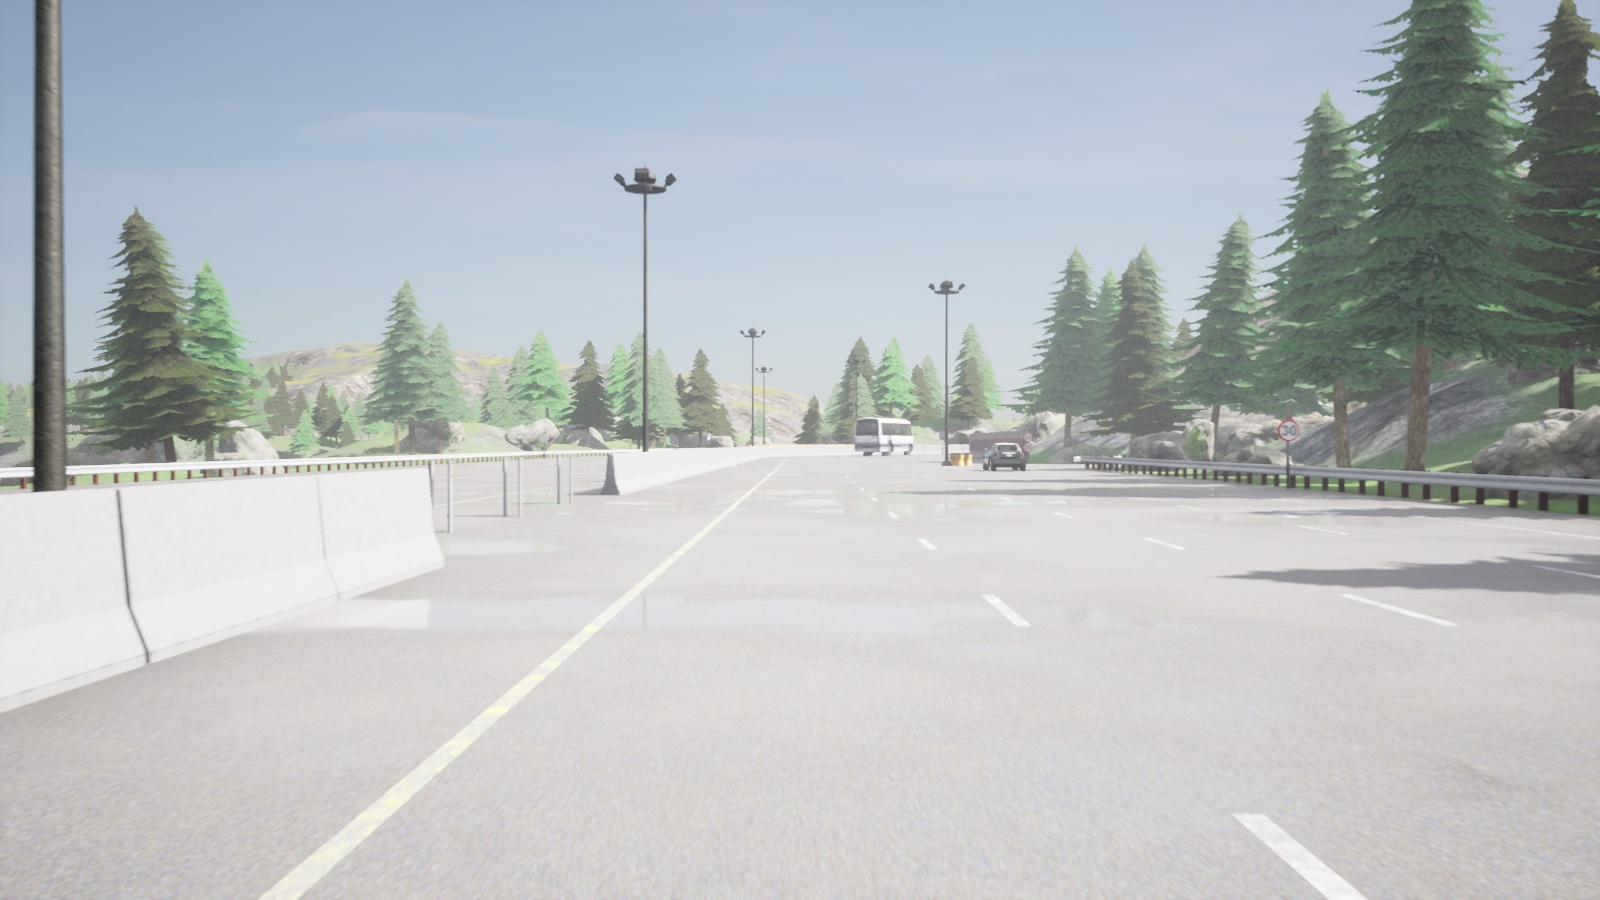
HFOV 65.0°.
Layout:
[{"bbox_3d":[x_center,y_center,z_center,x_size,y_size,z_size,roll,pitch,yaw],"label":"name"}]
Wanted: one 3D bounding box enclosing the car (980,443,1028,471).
[{"bbox_3d":[10.896,0.342,67.232,1.970,1.475,3.806,0,0,0],"label":"car"}]
